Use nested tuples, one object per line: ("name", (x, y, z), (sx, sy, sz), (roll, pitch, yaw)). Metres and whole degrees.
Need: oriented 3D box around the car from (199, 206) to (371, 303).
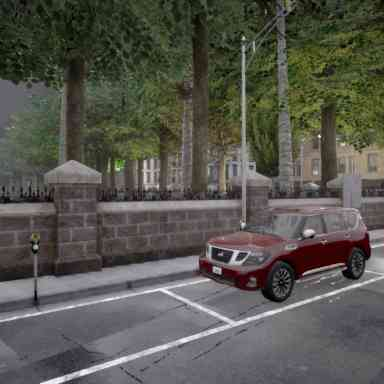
("car", (2.558, 1.314, 8.416), (5.009, 1.841, 2.192), (0, 0, -36))
